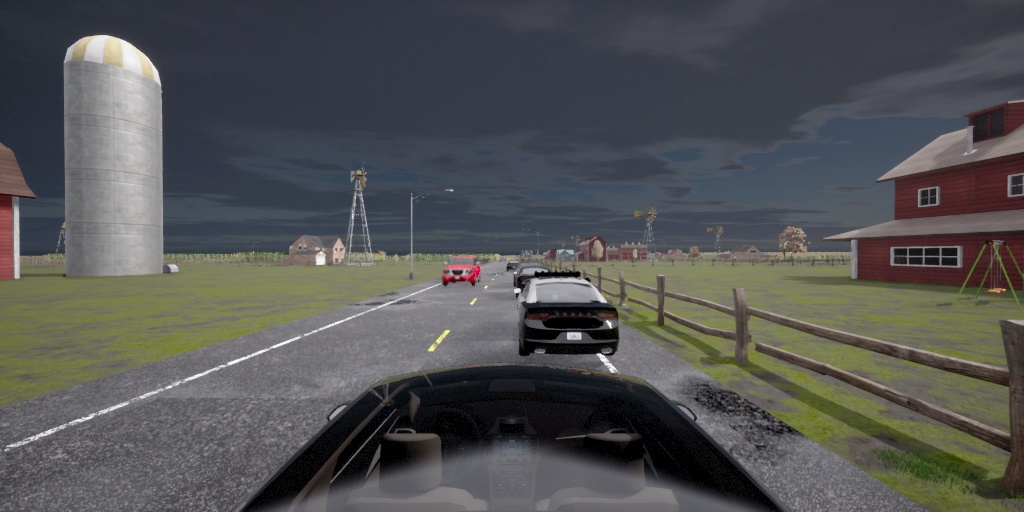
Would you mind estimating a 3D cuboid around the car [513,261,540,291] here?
[{"bbox_3d":[1.123,1.230,18.646,1.882,1.535,5.008,0,0,0],"label":"car"}]

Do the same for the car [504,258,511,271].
[{"bbox_3d":[0.249,1.264,48.300,1.882,1.535,5.008,0,0,0],"label":"car"}]

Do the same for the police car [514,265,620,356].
[{"bbox_3d":[1.082,1.175,8.755,1.930,1.638,5.238,0,0,0],"label":"police car"}]

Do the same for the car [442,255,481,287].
[{"bbox_3d":[-3.400,0.976,25.112,2.150,2.045,5.566,0,0,0],"label":"car"}]

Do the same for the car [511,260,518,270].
[{"bbox_3d":[1.147,1.108,24.617,2.097,1.767,4.553,0,0,0],"label":"car"}]
